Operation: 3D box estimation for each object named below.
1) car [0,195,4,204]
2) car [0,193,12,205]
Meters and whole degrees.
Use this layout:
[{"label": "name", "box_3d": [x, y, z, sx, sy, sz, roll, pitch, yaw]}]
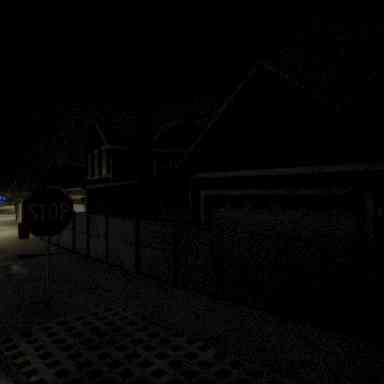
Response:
[{"label": "car", "box_3d": [-29.540, 1.577, 48.774, 1.895, 1.301, 4.718, 0, 0, -20]}, {"label": "car", "box_3d": [-33.005, 1.169, 58.152, 2.150, 2.045, 5.566, 0, 0, -20]}]
